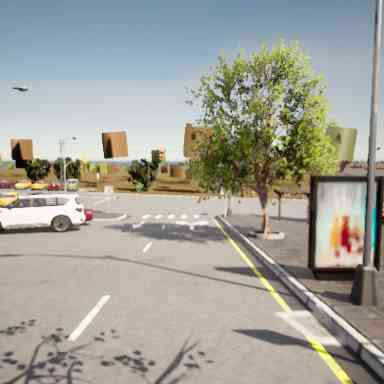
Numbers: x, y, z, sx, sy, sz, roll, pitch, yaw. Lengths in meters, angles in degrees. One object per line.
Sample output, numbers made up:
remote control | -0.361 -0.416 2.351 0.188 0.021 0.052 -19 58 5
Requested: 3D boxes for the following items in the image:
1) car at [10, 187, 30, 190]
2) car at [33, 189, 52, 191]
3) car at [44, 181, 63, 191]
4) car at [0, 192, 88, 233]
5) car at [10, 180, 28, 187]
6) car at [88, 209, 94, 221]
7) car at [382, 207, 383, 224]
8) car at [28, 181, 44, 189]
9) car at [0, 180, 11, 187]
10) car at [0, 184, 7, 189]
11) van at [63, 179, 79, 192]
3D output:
car | -20.807 0.725 38.651 1.946 1.575 5.366 0 6 -14
car | -17.820 0.916 38.010 2.163 1.488 4.792 0 6 -15
car | -23.300 -1.192 57.030 2.185 1.767 4.553 0 5 -13
car | -8.778 1.192 18.203 5.566 2.045 2.435 -1 0 -19
car | -29.144 -1.298 57.563 1.946 1.575 5.366 1 5 -13
car | -8.722 1.483 21.236 4.674 1.452 2.002 -1 0 -19
car | 19.959 2.290 35.793 2.185 1.767 4.553 0 6 -19
car | -26.294 -1.209 57.578 1.946 1.575 5.366 0 5 -13
car | -32.130 -1.394 58.102 2.002 1.452 4.674 1 5 -13
car | -23.754 0.509 38.737 2.185 1.767 4.553 0 6 -14
van | -20.331 -1.167 56.635 1.878 1.987 4.442 1 5 -14
